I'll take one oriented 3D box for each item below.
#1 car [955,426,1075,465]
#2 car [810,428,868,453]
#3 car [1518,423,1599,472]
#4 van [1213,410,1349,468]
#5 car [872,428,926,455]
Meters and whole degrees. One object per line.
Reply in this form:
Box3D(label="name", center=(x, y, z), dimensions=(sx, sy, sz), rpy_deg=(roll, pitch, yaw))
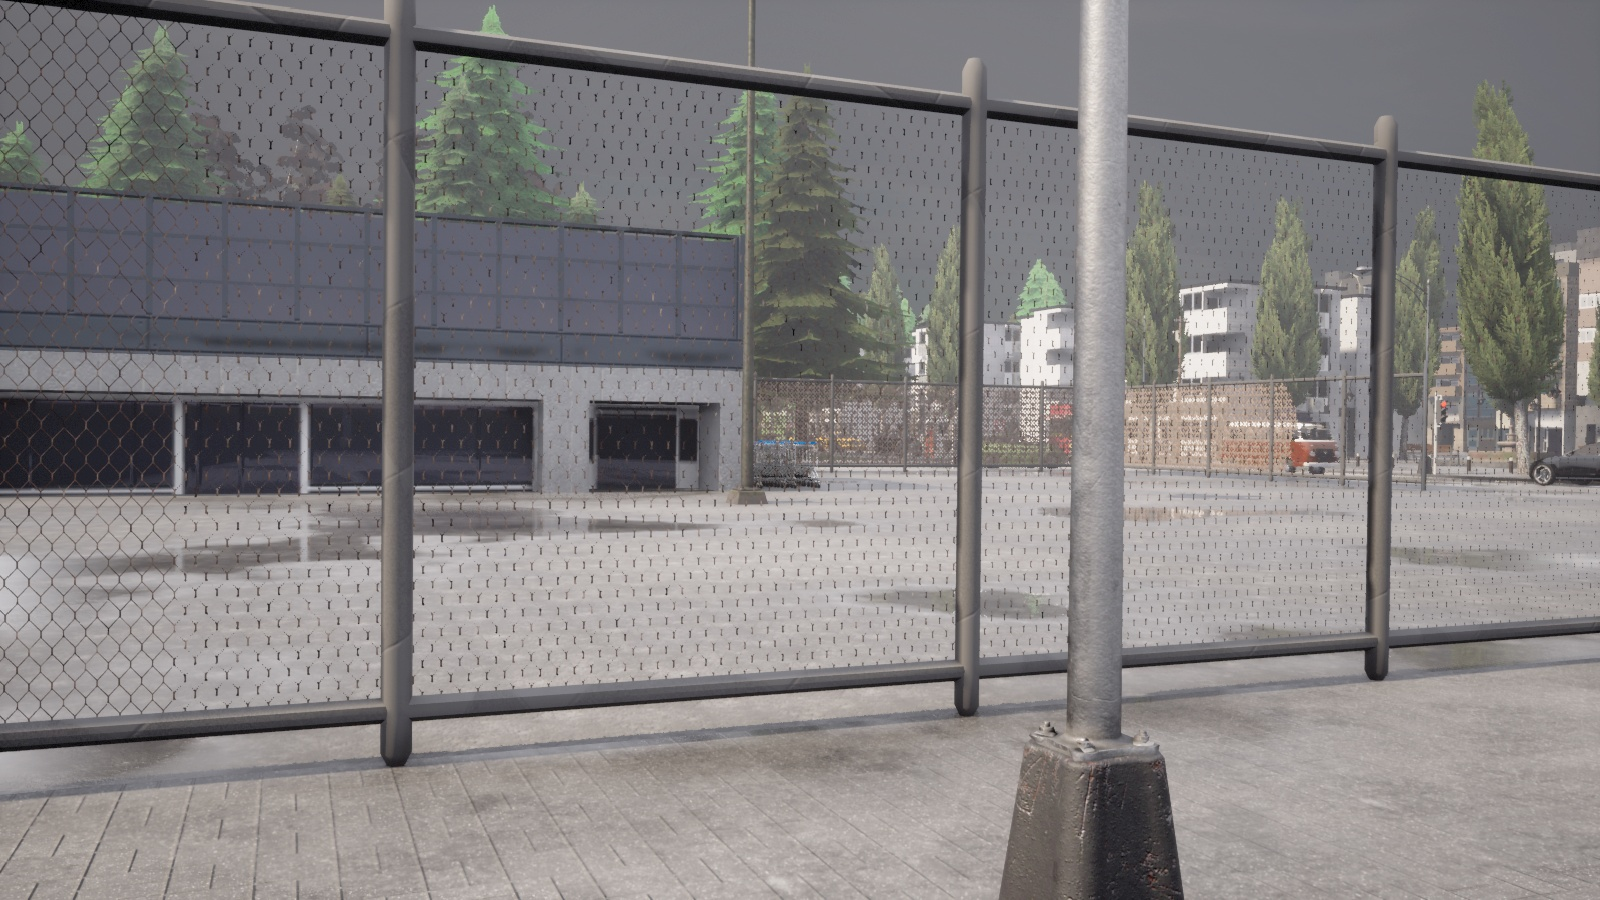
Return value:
Box3D(label="car", center=(8.898, -0.199, 52.089), dimensions=(4.514, 1.525, 2.007), rpy_deg=(-1, 1, -22))
Box3D(label="car", center=(2.559, -0.657, 83.993), dimensions=(1.801, 1.575, 5.366), rpy_deg=(-1, 1, -22))
Box3D(label="car", center=(25.242, -0.109, 39.003), dimensions=(2.163, 1.488, 4.792), rpy_deg=(-1, 1, -22))
Box3D(label="van", center=(17.781, -0.429, 46.636), dimensions=(2.069, 2.038, 4.480), rpy_deg=(-1, 1, -26))
Box3D(label="car", center=(5.938, -0.520, 75.749), dimensions=(1.789, 1.549, 3.705), rpy_deg=(-1, 1, -21))
